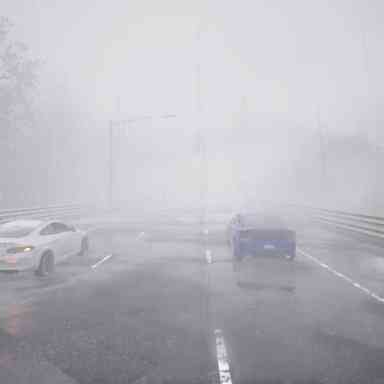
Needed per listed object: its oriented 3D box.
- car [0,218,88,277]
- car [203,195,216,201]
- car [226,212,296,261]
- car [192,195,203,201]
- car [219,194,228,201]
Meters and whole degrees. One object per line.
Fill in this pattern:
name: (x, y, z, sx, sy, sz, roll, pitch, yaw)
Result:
car: (-4.691, 1.529, 10.109, 1.812, 1.442, 4.674, 0, 0, 2)
car: (4.532, 1.676, 85.760, 1.895, 1.301, 4.718, 0, 0, 7)
car: (2.372, 1.481, 12.347, 1.882, 1.535, 5.008, 0, 0, 2)
car: (1.001, 1.621, 85.724, 2.033, 1.411, 5.357, 0, 0, 7)
car: (8.097, 1.437, 86.087, 2.097, 1.767, 4.553, 0, 0, 7)
